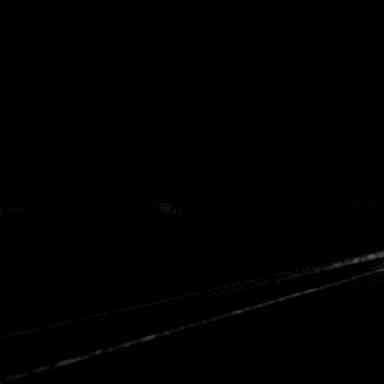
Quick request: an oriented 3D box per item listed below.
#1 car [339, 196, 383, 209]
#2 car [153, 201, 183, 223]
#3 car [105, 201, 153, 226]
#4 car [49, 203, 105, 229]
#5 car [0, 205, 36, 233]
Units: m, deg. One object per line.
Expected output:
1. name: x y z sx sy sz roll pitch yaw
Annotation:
1. car: 20.795 1.261 41.333 2.097 1.535 5.008 0 0 -35
2. car: -2.409 1.430 24.812 2.002 1.452 4.674 0 0 -35
3. car: -4.978 1.405 22.992 2.097 1.535 5.008 0 0 -35
4. car: -7.638 1.422 21.084 2.231 1.521 4.892 0 0 -35
5. car: -10.308 1.476 19.185 2.002 1.452 4.674 0 0 -35
